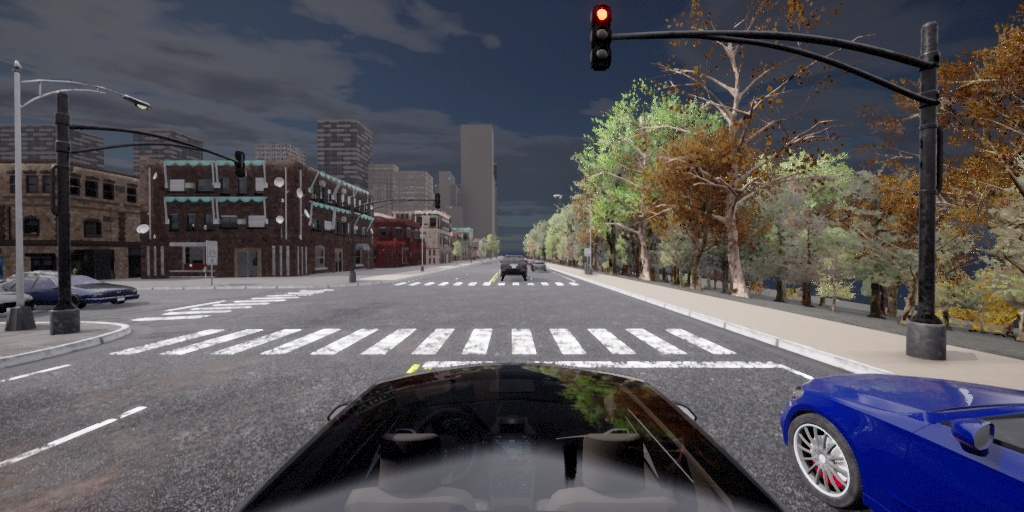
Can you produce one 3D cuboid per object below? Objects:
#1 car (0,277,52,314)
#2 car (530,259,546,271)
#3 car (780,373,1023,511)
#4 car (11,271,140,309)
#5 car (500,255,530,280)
[{"bbox_3d":[-19.926,1.565,12.792,4.313,1.339,1.948,0,0,0],"label":"car"},{"bbox_3d":[3.437,1.225,47.400,2.128,1.511,4.902,0,0,0],"label":"car"},{"bbox_3d":[3.346,1.276,1.351,1.812,1.442,4.674,0,0,2],"label":"car"},{"bbox_3d":[-19.552,1.515,15.496,5.357,1.411,2.033,-1,1,0],"label":"car"},{"bbox_3d":[0.156,0.962,31.081,2.150,2.045,5.566,0,0,0],"label":"car"}]
